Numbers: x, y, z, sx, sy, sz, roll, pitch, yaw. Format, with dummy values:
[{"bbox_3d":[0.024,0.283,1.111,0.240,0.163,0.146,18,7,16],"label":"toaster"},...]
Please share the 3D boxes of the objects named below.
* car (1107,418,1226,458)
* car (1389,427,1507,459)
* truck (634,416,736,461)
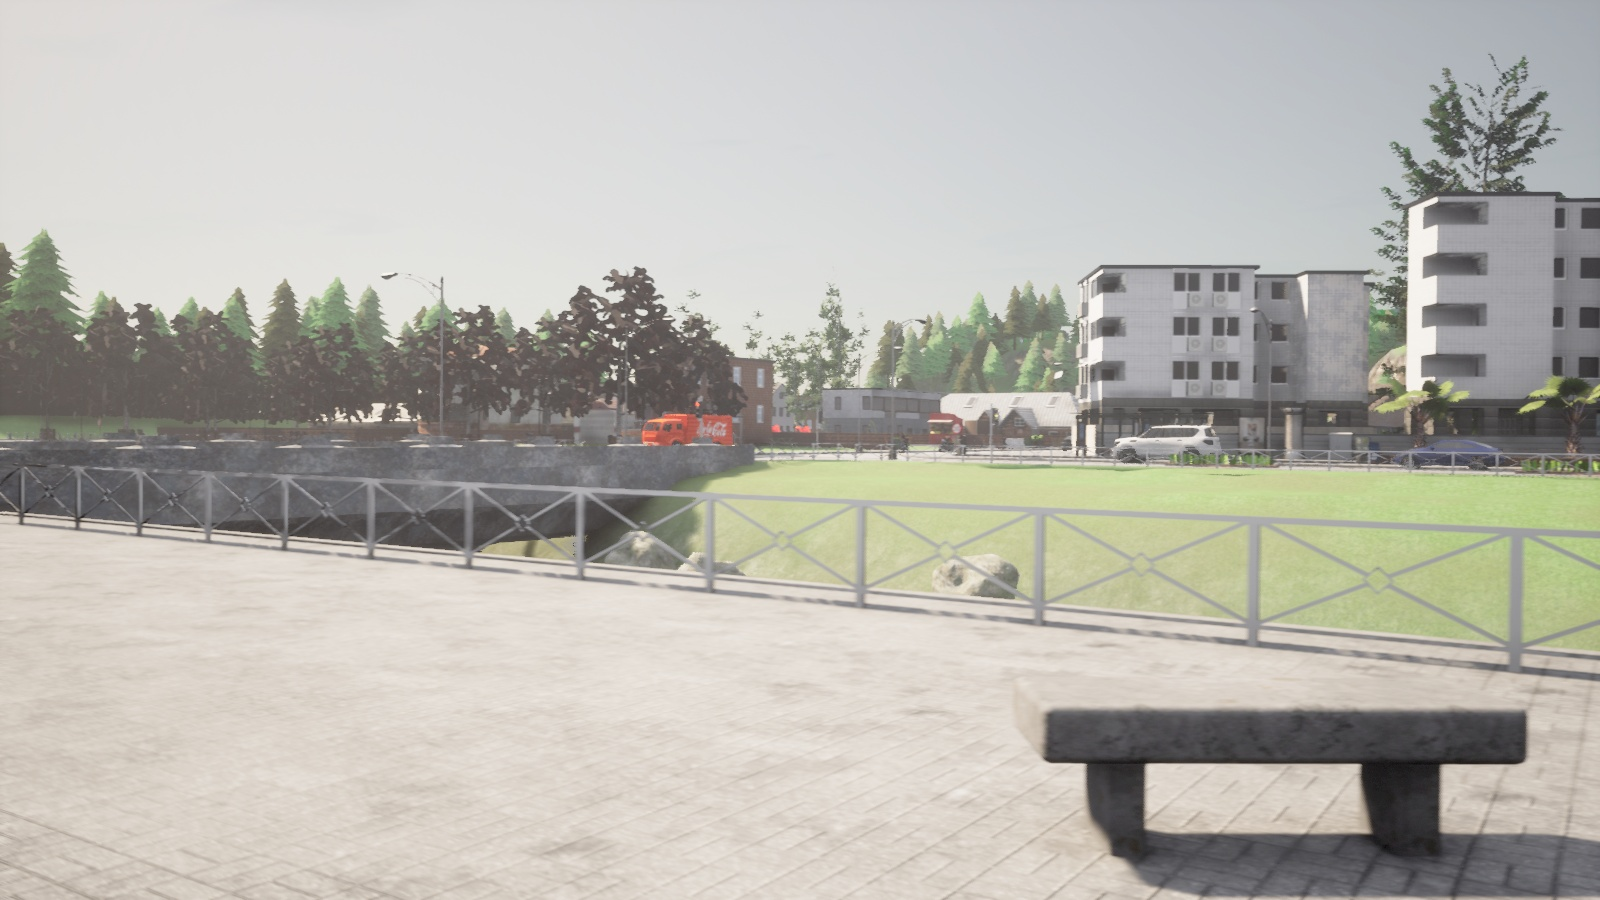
[{"bbox_3d":[19.132,-0.619,65.596,5.566,2.045,2.150,0,1,34],"label":"car"},{"bbox_3d":[30.080,-0.311,58.325,4.674,1.442,1.812,0,1,34],"label":"car"},{"bbox_3d":[-6.467,-0.664,70.864,5.204,2.467,2.627,-1,1,-44],"label":"truck"}]
